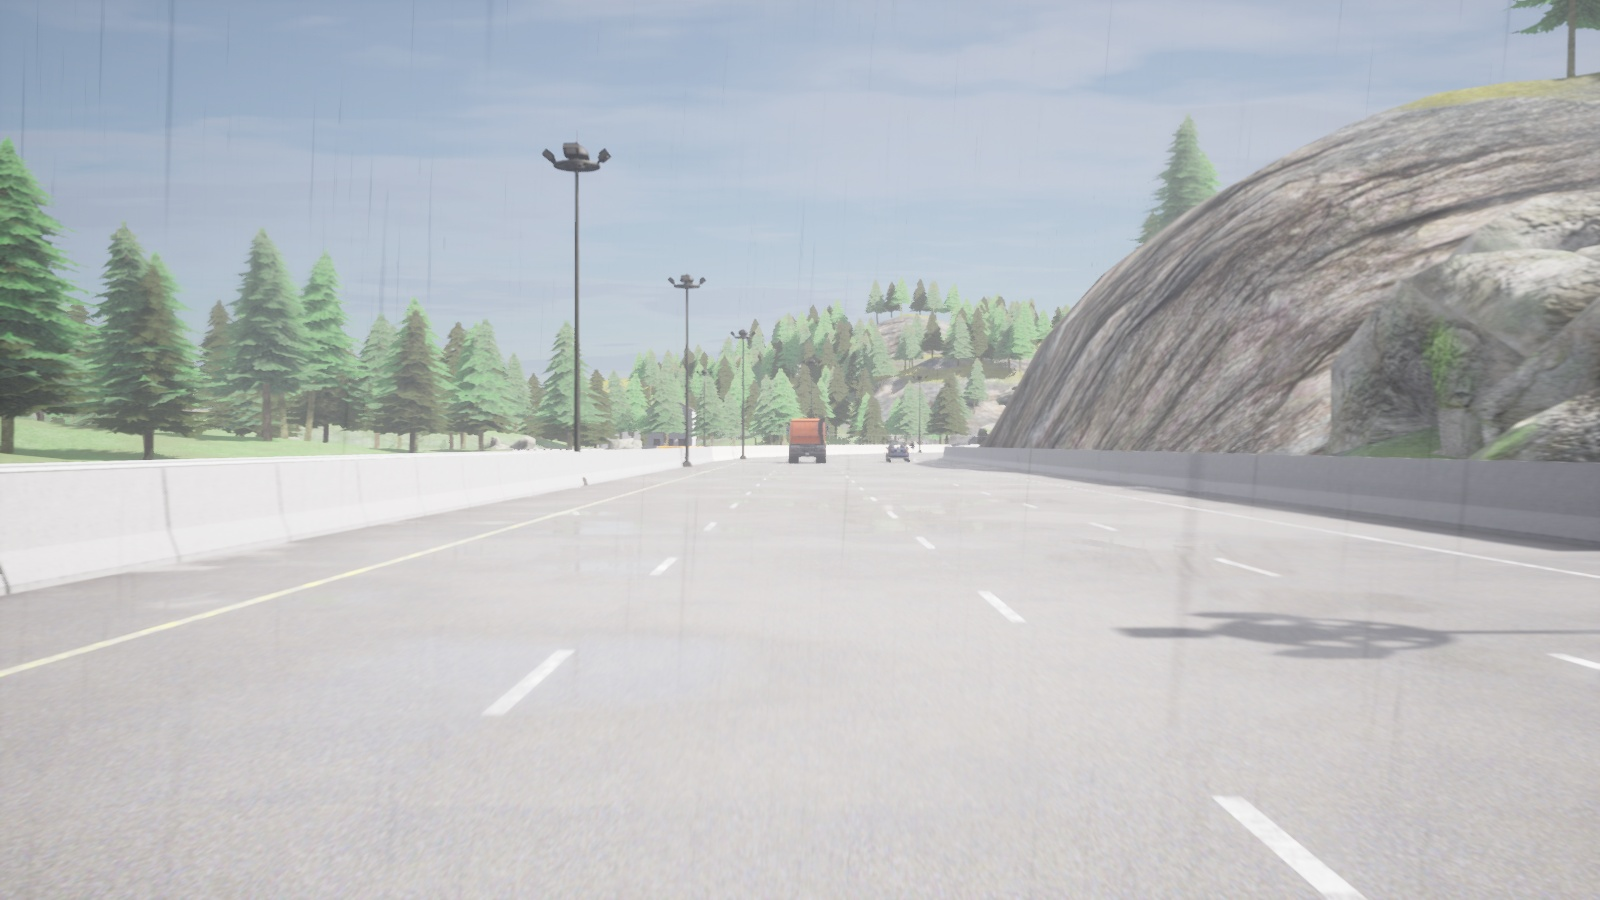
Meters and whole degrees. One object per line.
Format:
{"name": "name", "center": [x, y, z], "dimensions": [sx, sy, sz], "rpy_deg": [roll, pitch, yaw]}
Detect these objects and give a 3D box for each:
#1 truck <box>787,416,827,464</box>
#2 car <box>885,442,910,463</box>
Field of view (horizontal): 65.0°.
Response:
{"name": "truck", "center": [0.561, -0.761, 94.477], "dimensions": [2.891, 3.462, 7.936], "rpy_deg": [0, 0, 0]}
{"name": "car", "center": [7.618, 0.184, 98.195], "dimensions": [1.789, 1.549, 3.705], "rpy_deg": [0, 0, 1]}
